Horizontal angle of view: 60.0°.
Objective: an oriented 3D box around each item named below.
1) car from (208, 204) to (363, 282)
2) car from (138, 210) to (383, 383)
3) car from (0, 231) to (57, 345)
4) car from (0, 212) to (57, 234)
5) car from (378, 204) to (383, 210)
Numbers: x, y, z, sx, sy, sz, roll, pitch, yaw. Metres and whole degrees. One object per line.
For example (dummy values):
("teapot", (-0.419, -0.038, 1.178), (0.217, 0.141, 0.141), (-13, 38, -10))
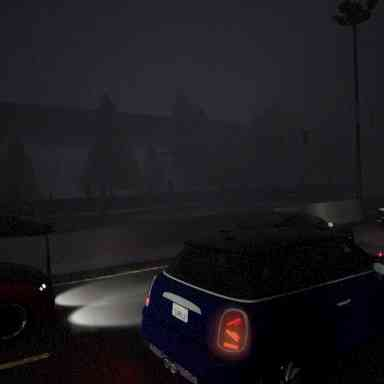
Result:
("car", (3.068, 1.321, 10.303), (5.008, 1.535, 1.882), (-3, 1, -36))
("car", (1.592, 1.313, 4.915), (4.553, 1.767, 2.097), (-1, 1, -36))
("car", (-4.303, 1.565, 4.983), (4.181, 1.385, 1.994), (0, 0, -35))
("car", (-7.409, 1.487, 11.611), (5.008, 1.535, 1.882), (0, 0, -36))
("car", (10.689, 0.864, 15.825), (4.902, 1.511, 2.128), (-4, 2, -36))
